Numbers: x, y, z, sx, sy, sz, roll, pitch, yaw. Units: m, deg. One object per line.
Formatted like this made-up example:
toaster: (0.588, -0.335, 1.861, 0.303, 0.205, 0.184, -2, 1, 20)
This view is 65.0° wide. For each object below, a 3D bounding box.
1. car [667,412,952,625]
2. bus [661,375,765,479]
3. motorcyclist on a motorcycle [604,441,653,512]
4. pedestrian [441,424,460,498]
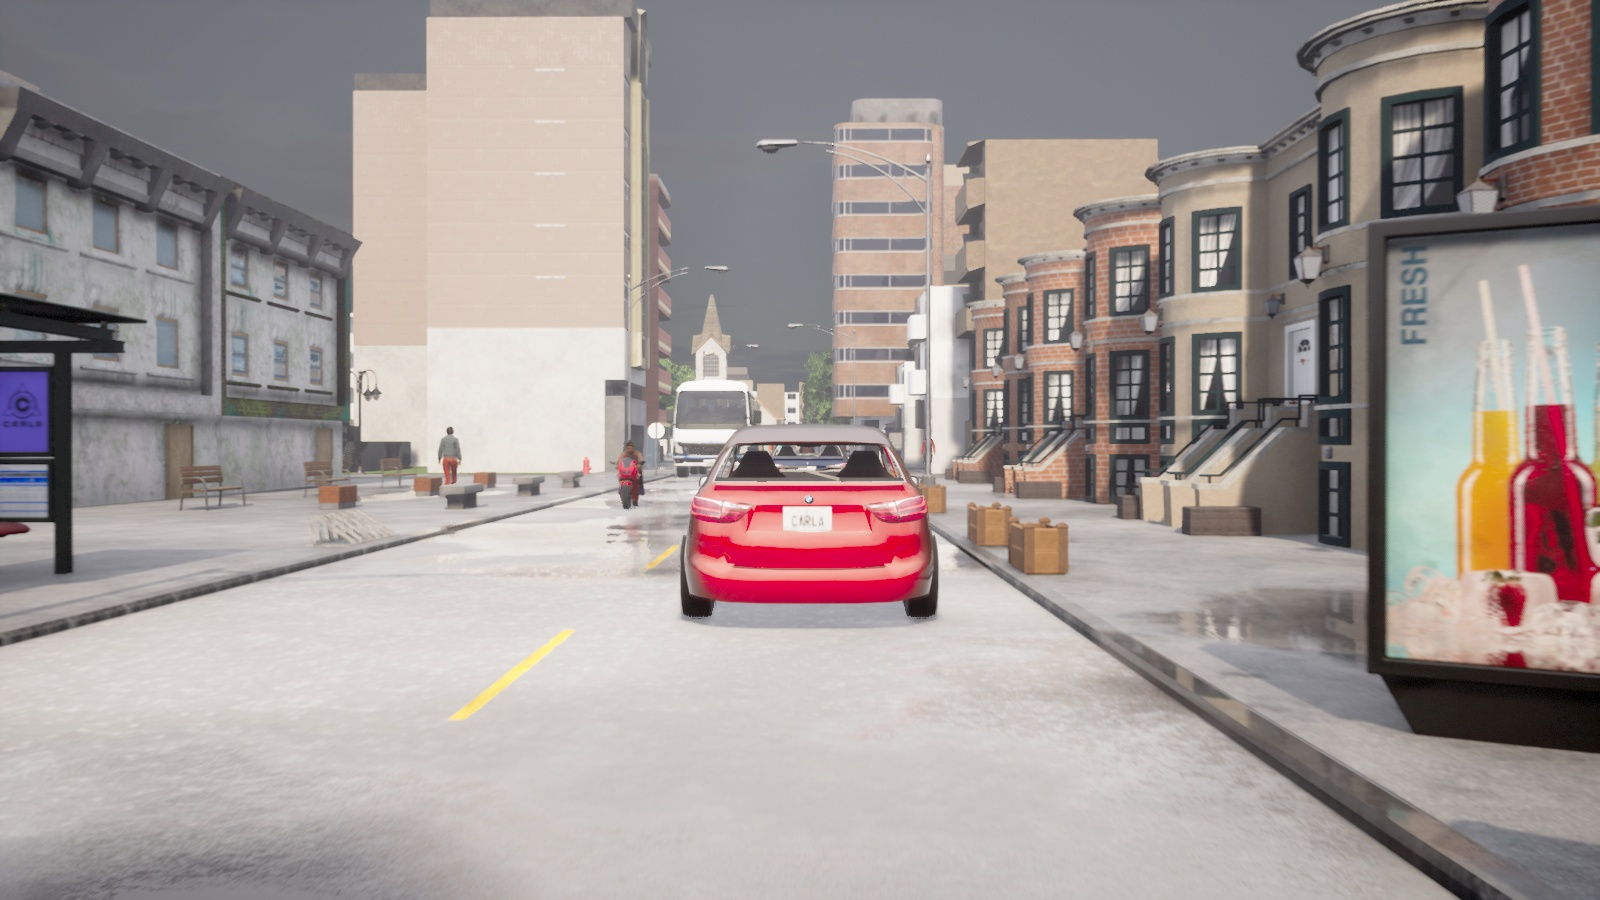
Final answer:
car: (0.086, 0.522, 12.162, 2.242, 1.667, 4.611, 0, 0, 0)
bus: (-3.696, -0.951, 56.497, 3.944, 4.253, 10.273, 0, 0, 0)
motorcyclist on a motorcycle: (-3.822, 0.567, 28.152, 0.797, 1.523, 2.044, 0, 0, 0)
pedestrian: (-8.784, 0.271, 31.542, 0.353, 1.847, 0.614, 0, 0, -6)
